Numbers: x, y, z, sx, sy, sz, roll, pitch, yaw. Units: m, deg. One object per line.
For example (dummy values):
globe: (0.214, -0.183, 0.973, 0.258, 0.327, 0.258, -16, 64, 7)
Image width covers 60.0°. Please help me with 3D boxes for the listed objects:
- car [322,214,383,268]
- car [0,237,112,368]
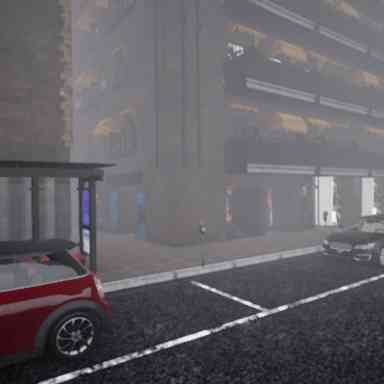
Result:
car: (6.000, 1.419, 10.726, 4.403, 1.369, 2.008, -1, 0, -35)
car: (-3.255, 1.445, 4.247, 4.097, 1.590, 1.967, -1, 0, -35)
